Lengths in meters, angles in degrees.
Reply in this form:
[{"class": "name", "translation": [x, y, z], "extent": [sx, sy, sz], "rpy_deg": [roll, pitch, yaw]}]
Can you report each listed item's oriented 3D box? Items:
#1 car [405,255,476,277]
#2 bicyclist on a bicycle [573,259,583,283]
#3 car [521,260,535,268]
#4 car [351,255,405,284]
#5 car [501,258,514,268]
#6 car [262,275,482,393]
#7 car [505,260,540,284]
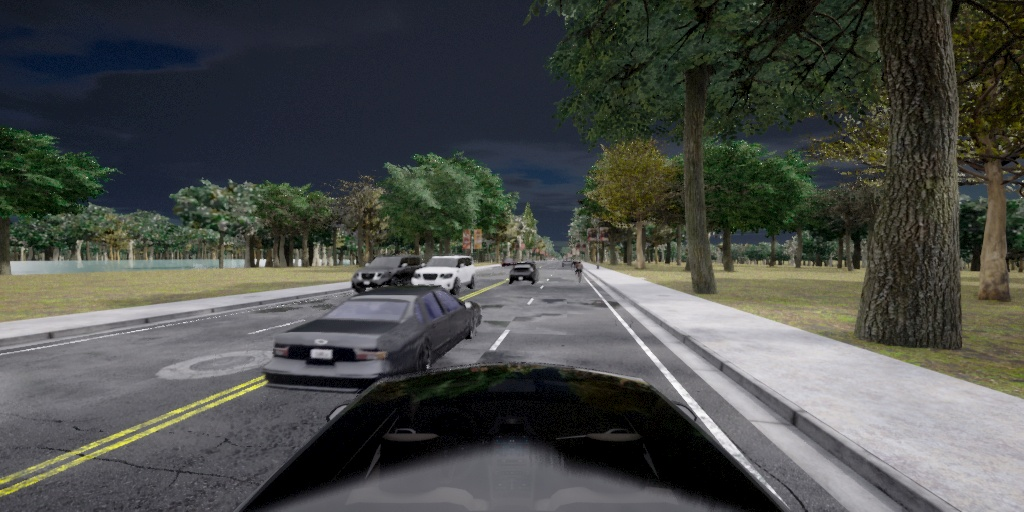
[{"class": "car", "translation": [-3.571, 0.976, 19.983], "extent": [2.150, 2.045, 5.566], "rpy_deg": [0, 0, 9]}, {"class": "bicyclist on a bicycle", "translation": [5.050, 1.209, 26.854], "extent": [0.582, 1.620, 1.656], "rpy_deg": [0, 0, 9]}, {"class": "car", "translation": [2.787, 1.340, 61.585], "extent": [1.994, 1.385, 4.181], "rpy_deg": [0, 0, 9]}, {"class": "car", "translation": [-6.785, 0.975, 20.472], "extent": [2.150, 2.045, 5.566], "rpy_deg": [0, 0, 9]}, {"class": "car", "translation": [-0.569, 1.127, 61.153], "extent": [2.097, 1.767, 4.553], "rpy_deg": [0, 0, 9]}, {"class": "car", "translation": [-2.051, 1.299, 7.061], "extent": [2.033, 1.411, 5.357], "rpy_deg": [0, 0, 9]}, {"class": "car", "translation": [0.976, 1.260, 26.952], "extent": [1.837, 1.490, 4.892], "rpy_deg": [0, 0, 9]}]
